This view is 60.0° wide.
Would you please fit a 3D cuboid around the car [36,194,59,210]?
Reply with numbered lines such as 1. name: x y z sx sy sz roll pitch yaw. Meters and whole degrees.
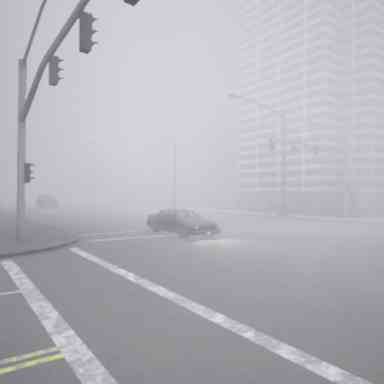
1. car: -19.978 1.307 45.844 2.150 2.045 5.566 1 -1 -35

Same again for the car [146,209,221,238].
1. car: -0.689 1.658 18.667 2.033 1.411 5.357 1 0 -35
